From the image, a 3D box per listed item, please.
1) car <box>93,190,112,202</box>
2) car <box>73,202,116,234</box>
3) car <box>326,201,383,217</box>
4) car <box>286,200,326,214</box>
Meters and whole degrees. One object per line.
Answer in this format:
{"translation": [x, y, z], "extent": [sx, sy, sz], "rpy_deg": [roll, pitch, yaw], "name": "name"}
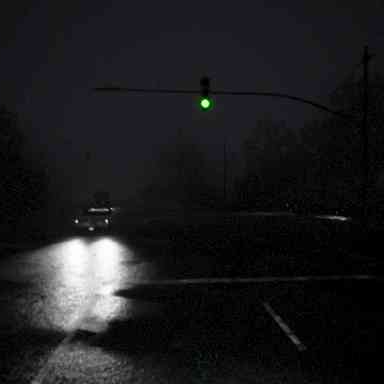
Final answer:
{"translation": [-11.812, 0.855, 43.783], "extent": [2.150, 2.045, 5.566], "rpy_deg": [0, 2, -17], "name": "car"}
{"translation": [-5.362, 1.503, 18.692], "extent": [1.895, 1.301, 4.718], "rpy_deg": [0, 1, -10], "name": "car"}
{"translation": [15.397, 1.521, 30.141], "extent": [5.357, 1.411, 2.033], "rpy_deg": [2, 0, -15], "name": "car"}
{"translation": [11.732, 1.467, 32.779], "extent": [4.718, 1.301, 1.895], "rpy_deg": [1, 0, -15], "name": "car"}
